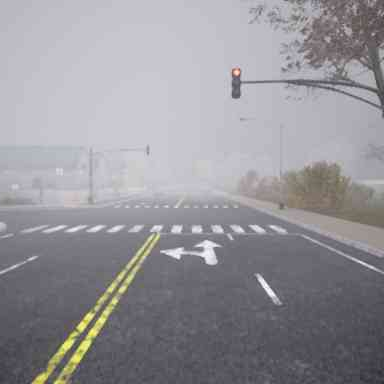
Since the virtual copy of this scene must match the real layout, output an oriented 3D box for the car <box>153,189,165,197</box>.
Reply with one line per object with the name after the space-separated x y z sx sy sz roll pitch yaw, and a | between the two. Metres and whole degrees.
-6.420 0.134 63.743 1.812 1.442 4.674 0 2 0 | car
